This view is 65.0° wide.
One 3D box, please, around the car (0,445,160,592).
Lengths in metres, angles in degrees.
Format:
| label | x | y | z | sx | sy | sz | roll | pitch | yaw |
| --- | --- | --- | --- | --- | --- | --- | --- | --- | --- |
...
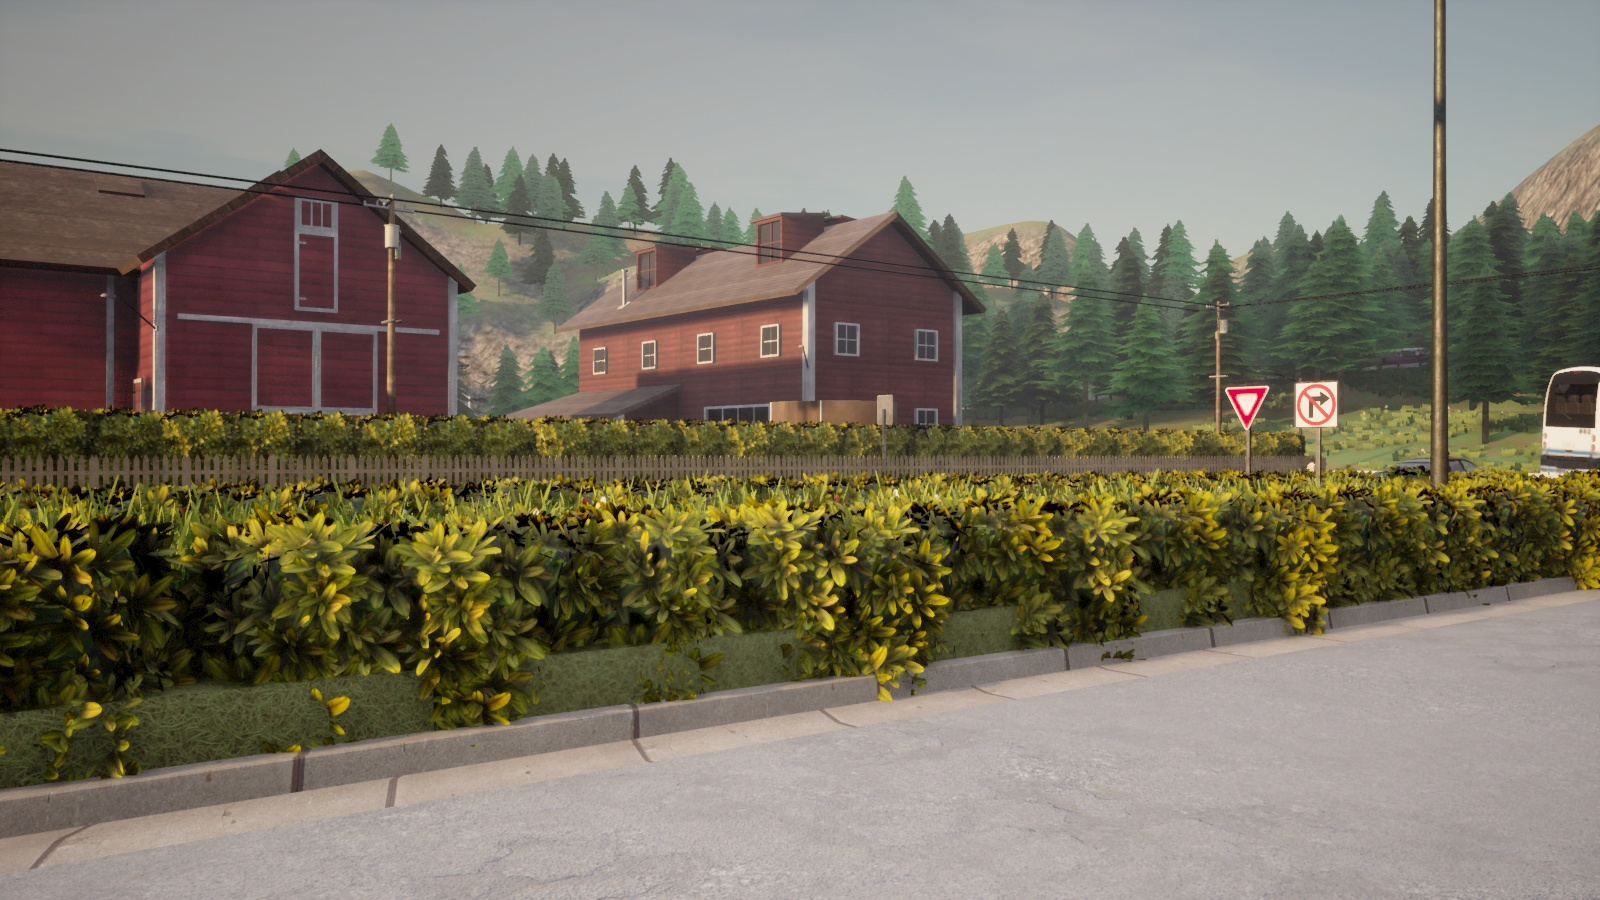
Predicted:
| label | x | y | z | sx | sy | sz | roll | pitch | yaw |
| --- | --- | --- | --- | --- | --- | --- | --- | --- | --- |
| car | -10.023 | 0.738 | 13.500 | 5.366 | 1.575 | 1.801 | 0 | 0 | -37 |

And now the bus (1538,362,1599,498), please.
| label | x | y | z | sx | sy | sz | roll | pitch | yaw |
| --- | --- | --- | --- | --- | --- | --- | --- | --- | --- |
| bus | 30.332 | -0.598 | 40.718 | 10.273 | 4.253 | 3.944 | 1 | 2 | 1 |

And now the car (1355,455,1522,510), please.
| label | x | y | z | sx | sy | sz | roll | pitch | yaw |
| --- | --- | --- | --- | --- | --- | --- | --- | --- | --- |
| car | 17.722 | 0.840 | 34.725 | 5.357 | 1.411 | 2.033 | 0 | 0 | -38 |
